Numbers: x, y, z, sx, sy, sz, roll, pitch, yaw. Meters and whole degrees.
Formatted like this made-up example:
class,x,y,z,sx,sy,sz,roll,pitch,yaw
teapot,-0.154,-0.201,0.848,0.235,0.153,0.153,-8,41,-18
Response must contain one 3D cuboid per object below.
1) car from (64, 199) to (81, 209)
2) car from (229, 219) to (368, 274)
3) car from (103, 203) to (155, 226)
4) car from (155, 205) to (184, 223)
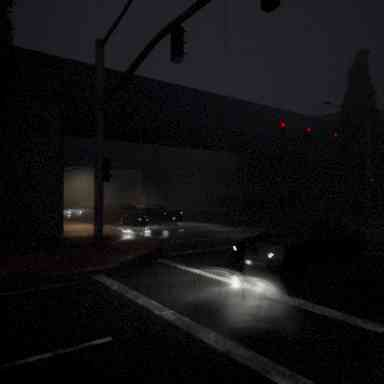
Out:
class,x,y,z,sx,sy,sz,roll,pitch,yaw
car,-17.199,1.694,47.014,1.895,1.301,4.718,0,0,-36
car,3.737,1.613,10.968,5.357,1.411,2.033,0,0,-36
car,-4.893,1.573,24.057,1.837,1.490,4.892,0,0,-36
car,-2.646,1.692,26.916,1.895,1.301,4.718,0,0,-36
